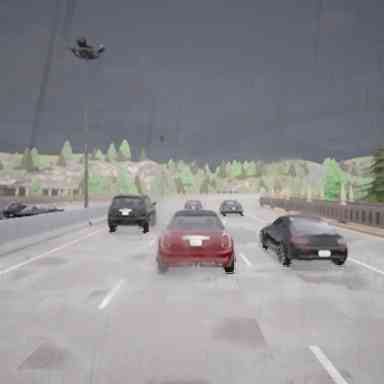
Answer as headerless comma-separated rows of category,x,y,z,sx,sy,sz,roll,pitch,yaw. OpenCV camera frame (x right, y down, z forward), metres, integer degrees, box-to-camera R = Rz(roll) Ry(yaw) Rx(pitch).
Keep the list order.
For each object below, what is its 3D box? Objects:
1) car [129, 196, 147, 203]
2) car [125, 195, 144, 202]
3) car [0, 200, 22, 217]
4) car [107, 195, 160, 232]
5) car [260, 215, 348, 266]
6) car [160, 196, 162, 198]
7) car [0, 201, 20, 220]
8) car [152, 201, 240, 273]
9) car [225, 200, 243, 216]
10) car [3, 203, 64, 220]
car,-10.387,1.403,64.395,1.994,1.385,4.181,0,0,15
car,-12.171,1.354,70.566,2.128,1.511,4.902,0,0,16
car,-17.571,1.469,29.693,2.033,1.411,5.357,0,0,0
car,-3.389,1.171,19.628,2.150,2.045,5.566,0,0,0
car,3.606,1.497,11.344,1.812,1.442,4.674,0,0,0
car,-6.990,1.380,63.647,2.033,1.411,5.357,0,0,15
car,-14.074,1.427,24.848,2.128,1.511,4.902,0,0,0
car,0.106,1.325,10.741,2.097,1.767,4.553,0,0,0
car,3.623,1.465,31.209,2.033,1.411,5.357,0,0,0
car,-10.585,1.541,22.920,1.895,1.301,4.718,0,0,0
